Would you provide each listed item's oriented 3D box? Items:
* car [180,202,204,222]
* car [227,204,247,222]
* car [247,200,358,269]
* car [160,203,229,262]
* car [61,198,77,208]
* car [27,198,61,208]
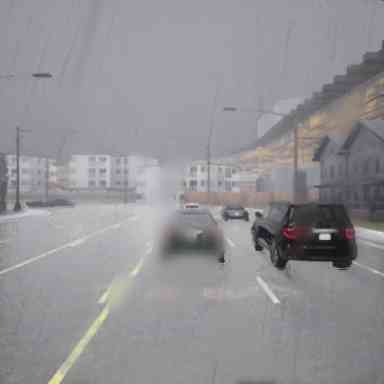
[{"bbox_3d":[0.019,1.653,28.244,1.812,1.442,4.674,0,0,0],"label":"car"},{"bbox_3d":[3.514,1.691,27.932,1.994,1.385,4.181,0,0,0],"label":"car"},{"bbox_3d":[3.526,1.275,11.448,2.150,2.045,5.566,0,0,0],"label":"car"},{"bbox_3d":[0.039,1.408,12.491,2.097,1.767,4.553,0,0,0],"label":"car"},{"bbox_3d":[-20.882,1.769,53.993,4.674,1.442,1.812,0,-1,26],"label":"car"},{"bbox_3d":[-23.033,1.831,51.112,4.718,1.301,1.895,0,0,25],"label":"car"}]
